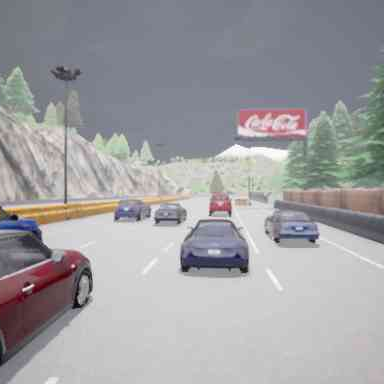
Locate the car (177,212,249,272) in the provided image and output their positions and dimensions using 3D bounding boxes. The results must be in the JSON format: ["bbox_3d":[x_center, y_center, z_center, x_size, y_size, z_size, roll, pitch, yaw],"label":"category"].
[{"bbox_3d":[0.754,1.567,10.889,1.994,1.385,4.181,0,0,5],"label":"car"}]

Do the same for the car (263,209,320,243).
[{"bbox_3d":[4.708,1.563,16.334,2.033,1.411,5.357,0,0,6],"label":"car"}]

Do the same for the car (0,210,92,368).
[{"bbox_3d":[-3.158,1.343,5.026,2.097,1.767,4.553,0,0,2],"label":"car"}]

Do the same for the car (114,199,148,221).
[{"bbox_3d":[-4.757,1.341,27.301,2.097,1.767,4.553,0,0,6],"label":"car"}]

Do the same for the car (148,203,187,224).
[{"bbox_3d":[-1.504,1.546,24.719,2.033,1.411,5.357,0,0,6],"label":"car"}]

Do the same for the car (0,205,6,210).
[{"bbox_3d":[-6.426,1.203,9.200,2.150,2.045,5.566,0,0,5],"label":"car"}]

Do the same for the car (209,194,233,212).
[{"bbox_3d":[2.845,1.234,33.099,2.150,2.045,5.566,0,0,6],"label":"car"}]
